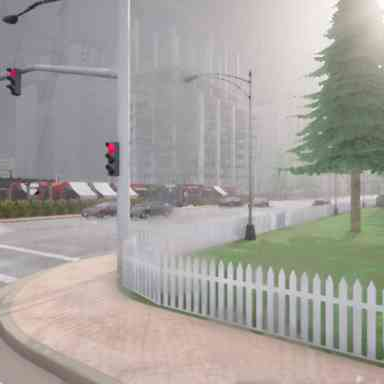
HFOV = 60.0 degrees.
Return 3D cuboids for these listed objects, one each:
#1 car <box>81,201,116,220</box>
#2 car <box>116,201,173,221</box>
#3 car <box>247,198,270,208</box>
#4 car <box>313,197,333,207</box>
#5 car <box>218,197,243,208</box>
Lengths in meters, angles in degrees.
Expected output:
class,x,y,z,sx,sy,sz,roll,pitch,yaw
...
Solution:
class,x,y,z,sx,sy,sz,roll,pitch,yaw
car,-7.226,1.513,28.490,1.812,1.442,4.674,0,0,34
car,-3.575,1.480,27.678,2.128,1.511,4.902,0,0,34
car,9.427,1.514,46.843,1.812,1.442,4.674,0,0,34
car,18.920,1.518,48.165,1.812,1.442,4.674,0,0,34
car,5.576,1.464,47.425,1.882,1.535,5.008,0,0,35
